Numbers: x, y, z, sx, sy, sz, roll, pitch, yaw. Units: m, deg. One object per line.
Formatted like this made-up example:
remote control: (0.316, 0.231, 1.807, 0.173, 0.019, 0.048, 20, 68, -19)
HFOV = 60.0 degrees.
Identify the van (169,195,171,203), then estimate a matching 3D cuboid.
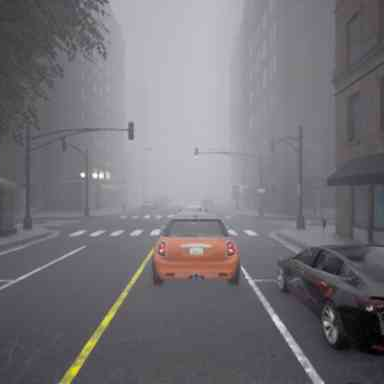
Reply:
van: (-5.682, 1.523, 65.866, 1.690, 1.788, 3.998, 0, 0, 0)

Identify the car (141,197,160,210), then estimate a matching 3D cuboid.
car: (-5.678, 1.640, 43.893, 1.752, 1.417, 4.829, 0, 0, 0)

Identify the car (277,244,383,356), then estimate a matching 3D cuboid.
car: (2.855, 1.584, 6.076, 1.947, 1.339, 4.313, 0, 0, 0)

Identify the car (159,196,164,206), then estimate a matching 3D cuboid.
car: (-5.679, 1.681, 49.513, 2.008, 1.369, 4.403, 0, 0, 0)

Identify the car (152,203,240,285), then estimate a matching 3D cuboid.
car: (0.097, 1.380, 9.726, 2.097, 1.767, 4.553, 0, 0, 0)

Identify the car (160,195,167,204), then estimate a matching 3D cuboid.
car: (-5.680, 1.692, 54.964, 1.887, 1.381, 4.507, 0, 0, 0)

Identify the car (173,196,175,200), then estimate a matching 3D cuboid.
car: (-5.684, 1.536, 76.768, 2.192, 1.841, 5.009, 0, 0, 0)

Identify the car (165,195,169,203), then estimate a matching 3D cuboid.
car: (-5.681, 1.709, 60.415, 1.887, 1.381, 4.507, 0, 0, 0)

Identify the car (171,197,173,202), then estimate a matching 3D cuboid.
car: (-5.683, 1.752, 71.317, 2.008, 1.369, 4.403, 0, 0, 0)

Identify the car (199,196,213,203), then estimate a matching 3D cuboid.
car: (2.844, 1.604, 60.453, 1.967, 1.590, 4.097, 0, 0, 0)

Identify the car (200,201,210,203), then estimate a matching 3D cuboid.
car: (0.095, 1.585, 22.331, 1.812, 1.442, 4.674, 0, 0, 0)
